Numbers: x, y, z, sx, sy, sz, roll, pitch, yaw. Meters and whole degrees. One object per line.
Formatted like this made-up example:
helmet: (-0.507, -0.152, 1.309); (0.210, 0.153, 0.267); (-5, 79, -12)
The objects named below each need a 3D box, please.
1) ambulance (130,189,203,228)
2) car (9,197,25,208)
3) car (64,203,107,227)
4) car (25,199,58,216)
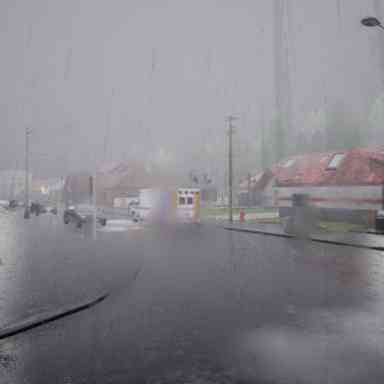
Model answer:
ambulance: (-2.038, 1.031, 22.307); (2.351, 2.431, 6.366); (0, 0, -35)
car: (-24.585, 1.493, 47.037); (2.128, 1.511, 4.902); (0, 0, -35)
car: (-7.464, 1.526, 22.887); (1.812, 1.442, 4.674); (0, 0, -36)
car: (-14.859, 1.492, 33.237); (2.128, 1.511, 4.902); (0, 0, -36)
